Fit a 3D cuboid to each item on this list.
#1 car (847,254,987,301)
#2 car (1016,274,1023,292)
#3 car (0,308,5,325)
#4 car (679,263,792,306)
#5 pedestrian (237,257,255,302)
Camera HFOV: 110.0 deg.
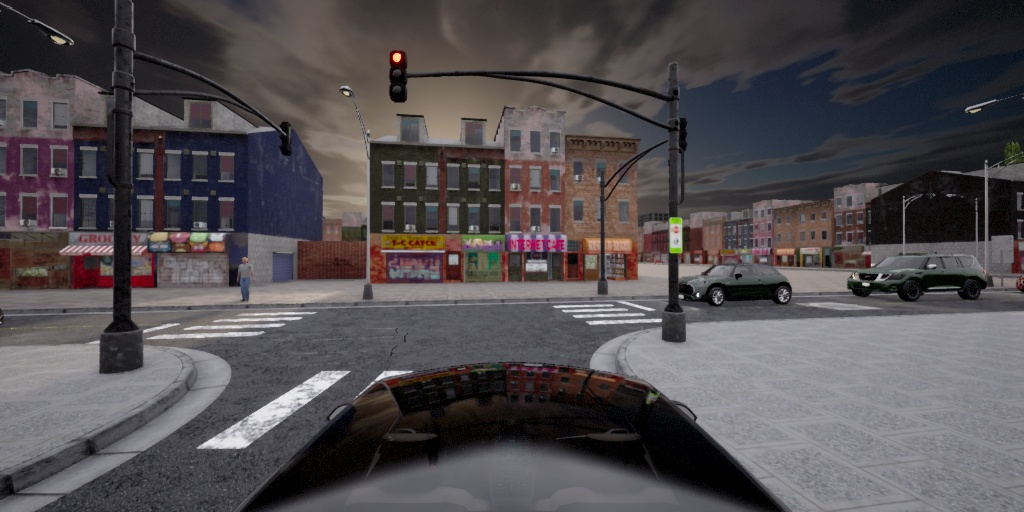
[{"bbox_3d":[18.779,0.928,16.698,5.566,2.045,2.150,0,0,-9],"label":"car"},{"bbox_3d":[28.627,1.034,18.197,4.553,1.767,2.097,0,0,-8],"label":"car"},{"bbox_3d":[-15.410,1.277,8.370,4.902,1.511,2.128,0,0,-8],"label":"car"},{"bbox_3d":[9.178,1.083,15.164,4.553,1.767,2.097,0,0,-10],"label":"car"},{"bbox_3d":[-11.105,0.945,14.964,0.375,1.860,0.375,0,0,-9],"label":"pedestrian"}]
